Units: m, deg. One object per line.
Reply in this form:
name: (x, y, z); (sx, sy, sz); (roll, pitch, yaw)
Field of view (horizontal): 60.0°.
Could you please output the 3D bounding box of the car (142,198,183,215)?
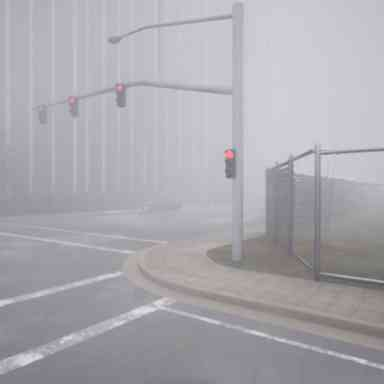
car: (-2.918, 1.392, 33.322); (2.128, 1.511, 4.902); (0, 0, 36)
